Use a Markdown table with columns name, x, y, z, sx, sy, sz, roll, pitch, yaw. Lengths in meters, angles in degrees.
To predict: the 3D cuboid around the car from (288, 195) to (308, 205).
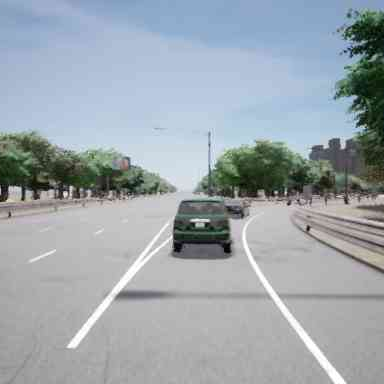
| name | x | y | z | sx | sy | sz | roll | pitch | yaw |
| --- | --- | --- | --- | --- | --- | --- | --- | --- | --- |
| car | 18.271 | 1.355 | 57.369 | 2.097 | 1.767 | 4.553 | 0 | 0 | 38 |

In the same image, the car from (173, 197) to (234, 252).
| name | x | y | z | sx | sy | sz | roll | pitch | yaw |
| --- | --- | --- | --- | --- | --- | --- | --- | --- | --- |
| car | 0.578 | 1.230 | 14.106 | 2.150 | 2.045 | 5.566 | 0 | 0 | 6 |

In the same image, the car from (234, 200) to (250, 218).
| name | x | y | z | sx | sy | sz | roll | pitch | yaw |
| --- | --- | --- | --- | --- | --- | --- | --- | --- | --- |
| car | 4.178 | 1.524 | 30.804 | 1.837 | 1.490 | 4.892 | -1 | 0 | 18 |
